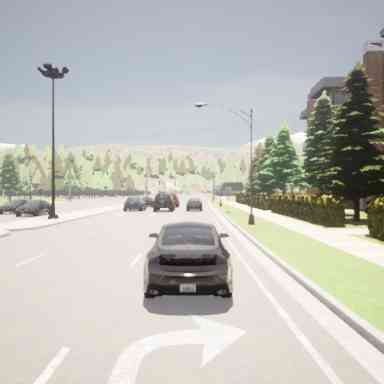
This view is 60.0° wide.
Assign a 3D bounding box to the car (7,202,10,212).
[{"bbox_3d":[-18.348,1.515,35.080,1.812,1.442,4.674,0,0,1],"label":"car"}]

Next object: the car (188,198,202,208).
[{"bbox_3d":[0.450,1.550,49.671,1.994,1.385,4.181,0,0,1],"label":"car"}]

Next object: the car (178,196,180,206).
[{"bbox_3d":[-3.054,1.207,49.441,2.150,2.045,5.566,0,0,1],"label":"car"}]

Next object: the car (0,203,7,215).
[{"bbox_3d":[-15.030,1.215,21.903,2.150,2.045,5.566,0,0,1],"label":"car"}]

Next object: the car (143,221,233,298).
[{"bbox_3d":[-0.085,1.501,8.473,1.837,1.490,4.892,0,0,0],"label":"car"}]

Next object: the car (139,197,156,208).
[{"bbox_3d":[-6.554,1.491,49.464,1.837,1.490,4.892,0,0,1],"label":"car"}]

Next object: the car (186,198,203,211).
[{"bbox_3d":[0.297,1.480,39.606,2.128,1.511,4.902,0,0,1],"label":"car"}]

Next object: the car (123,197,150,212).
[{"bbox_3d":[-6.705,1.341,39.537,2.097,1.767,4.553,0,0,1],"label":"car"}]

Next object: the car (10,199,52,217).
[{"bbox_3d":[-14.894,1.516,31.707,1.812,1.442,4.674,0,0,1],"label":"car"}]

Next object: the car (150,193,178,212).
[{"bbox_3d":[-3.216,1.210,38.798,2.150,2.045,5.566,0,0,1],"label":"car"}]
